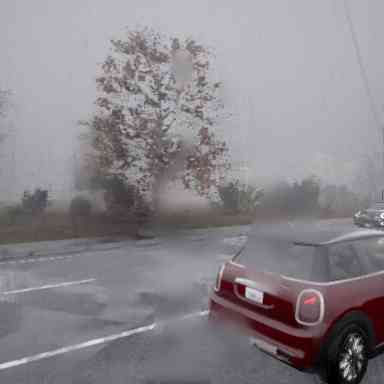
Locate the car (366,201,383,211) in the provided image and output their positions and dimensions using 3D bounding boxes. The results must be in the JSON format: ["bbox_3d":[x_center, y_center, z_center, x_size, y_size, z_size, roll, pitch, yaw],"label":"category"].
[{"bbox_3d":[12.105,1.346,20.623,4.553,1.767,2.097,0,0,-33],"label":"car"}]

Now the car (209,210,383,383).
[{"bbox_3d":[2.544,1.349,5.505,4.553,1.767,2.097,0,0,-35],"label":"car"}]
